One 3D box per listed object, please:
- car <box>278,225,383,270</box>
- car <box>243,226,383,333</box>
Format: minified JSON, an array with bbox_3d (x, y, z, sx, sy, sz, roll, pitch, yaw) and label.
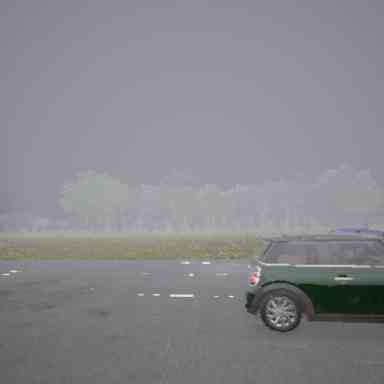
[{"bbox_3d":[6.173,2.177,13.337,5.008,1.535,1.882,-3,-6,9],"label":"car"},{"bbox_3d":[3.314,1.618,6.690,4.553,1.767,2.097,-2,-4,9],"label":"car"}]
